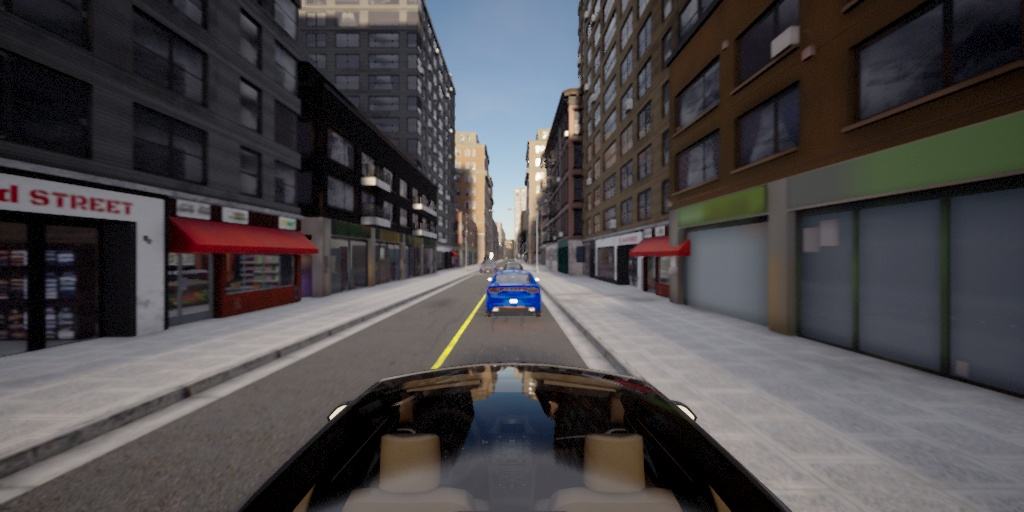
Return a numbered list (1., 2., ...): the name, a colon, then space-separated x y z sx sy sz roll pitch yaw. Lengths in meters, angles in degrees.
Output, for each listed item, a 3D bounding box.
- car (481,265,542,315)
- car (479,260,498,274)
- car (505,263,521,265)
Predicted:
1. car: 0.065 1.268 13.744 1.882 1.535 5.008 0 0 0
2. car: -2.825 1.228 44.245 2.097 1.767 4.553 0 0 0
3. car: 0.095 1.343 29.729 1.837 1.490 4.892 0 0 0
